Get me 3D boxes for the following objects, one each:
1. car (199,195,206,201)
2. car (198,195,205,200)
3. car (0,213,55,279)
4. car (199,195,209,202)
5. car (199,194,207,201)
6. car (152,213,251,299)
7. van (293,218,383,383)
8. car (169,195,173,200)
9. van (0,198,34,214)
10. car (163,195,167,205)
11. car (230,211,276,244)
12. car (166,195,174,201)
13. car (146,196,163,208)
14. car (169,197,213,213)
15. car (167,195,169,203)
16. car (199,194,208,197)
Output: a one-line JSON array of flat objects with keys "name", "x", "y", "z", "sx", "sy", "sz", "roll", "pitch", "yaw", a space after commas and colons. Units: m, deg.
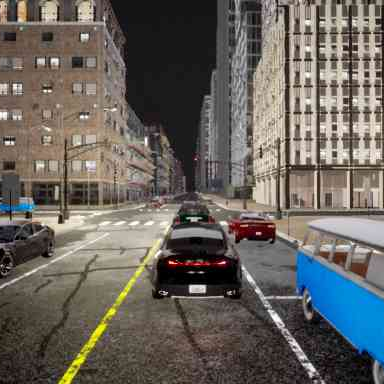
[{"name": "car", "x": 2.701, "y": 1.475, "z": 87.880, "sx": 1.752, "sy": 1.417, "sz": 4.829, "roll": 1, "pitch": 0, "yaw": 0}, {"name": "car", "x": 2.700, "y": 1.524, "z": 93.362, "sx": 1.802, "sy": 1.307, "sz": 4.206, "roll": 1, "pitch": 0, "yaw": 0}, {"name": "car", "x": -5.682, "y": 1.567, "z": 10.135, "sx": 1.947, "sy": 1.339, "sz": 4.313, "roll": 1, "pitch": 0, "yaw": 0}, {"name": "car", "x": 2.701, "y": 1.513, "z": 76.406, "sx": 2.008, "sy": 1.369, "sz": 4.403, "roll": 1, "pitch": 0, "yaw": 0}, {"name": "car", "x": 2.702, "y": 1.396, "z": 82.059, "sx": 1.967, "sy": 1.590, "sz": 4.097, "roll": 1, "pitch": 0, "yaw": 0}, {"name": "car", "x": 0.101, "y": 1.506, "z": 8.433, "sx": 1.837, "sy": 1.490, "sz": 4.892, "roll": 0, "pitch": 0, "yaw": 0}, {"name": "van", "x": 2.701, "y": 1.342, "z": 4.553, "sx": 1.690, "sy": 1.788, "sz": 3.998, "roll": 1, "pitch": 0, "yaw": 0}, {"name": "car", "x": -5.680, "y": 1.519, "z": 70.756, "sx": 2.008, "sy": 1.369, "sz": 4.403, "roll": 1, "pitch": 0, "yaw": 0}, {"name": "van", "x": -19.737, "y": 1.525, "z": 37.021, "sx": 3.998, "sy": 1.788, "sz": 1.690, "roll": 0, "pitch": 0, "yaw": 1}, {"name": "car", "x": -5.678, "y": 1.426, "z": 53.803, "sx": 1.967, "sy": 1.590, "sz": 4.097, "roll": 1, "pitch": 0, "yaw": 0}, {"name": "car", "x": 2.698, "y": 1.545, "z": 15.706, "sx": 1.887, "sy": 1.381, "sz": 4.507, "roll": 1, "pitch": 0, "yaw": 0}, {"name": "car", "x": -5.679, "y": 1.475, "z": 87.542, "sx": 1.752, "sy": 1.417, "sz": 4.829, "roll": 1, "pitch": 0, "yaw": 0}, {"name": "car", "x": -5.681, "y": 1.573, "z": 48.150, "sx": 1.802, "sy": 1.307, "sz": 4.206, "roll": 1, "pitch": 0, "yaw": 0}, {"name": "car", "x": 0.070, "y": 1.352, "z": 17.526, "sx": 2.097, "sy": 1.767, "sz": 4.553, "roll": 0, "pitch": 0, "yaw": -1}, {"name": "car", "x": -5.680, "y": 1.562, "z": 59.454, "sx": 1.802, "sy": 1.307, "sz": 4.206, "roll": 1, "pitch": 0, "yaw": 0}, {"name": "car", "x": 2.700, "y": 1.531, "z": 59.452, "sx": 2.008, "sy": 1.369, "sz": 4.403, "roll": 1, "pitch": 0, "yaw": 0}]
